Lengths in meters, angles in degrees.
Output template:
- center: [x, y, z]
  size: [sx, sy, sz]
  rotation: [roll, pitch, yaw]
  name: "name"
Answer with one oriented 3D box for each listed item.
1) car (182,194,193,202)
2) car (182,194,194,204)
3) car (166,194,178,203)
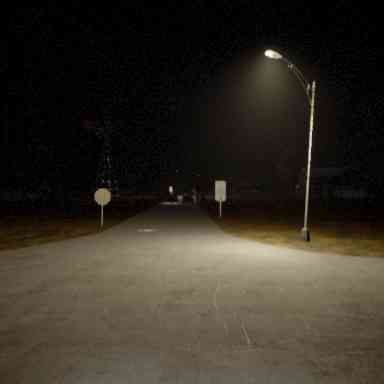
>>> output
- center: [-0.815, 1.049, 64.775]
  size: [2.033, 1.411, 5.357]
  rotation: [0, 1, -1]
  name: "car"
- center: [-0.684, 1.092, 54.339]
  size: [2.128, 1.511, 4.902]
  rotation: [0, 1, -1]
  name: "car"
- center: [-3.492, 1.103, 58.901]
  size: [2.033, 1.411, 5.357]
  rotation: [0, 1, -1]
  name: "car"
